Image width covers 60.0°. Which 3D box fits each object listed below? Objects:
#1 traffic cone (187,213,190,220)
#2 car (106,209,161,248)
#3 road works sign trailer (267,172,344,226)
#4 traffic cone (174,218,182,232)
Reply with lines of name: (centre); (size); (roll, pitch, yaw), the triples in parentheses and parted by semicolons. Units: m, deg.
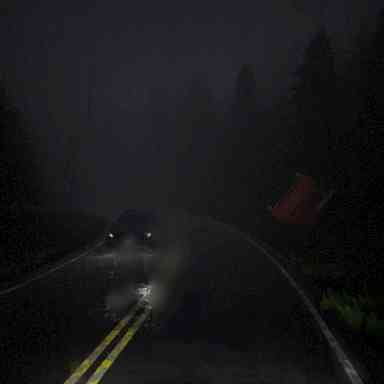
traffic cone: (-0.280, 1.757, 24.150); (0.340, 0.580, 0.340); (-1, 1, -5)
car: (-2.362, 1.461, 14.632); (2.033, 1.411, 5.357); (0, 0, -2)
road works sign trailer: (4.988, 0.870, 13.508); (2.880, 2.380, 3.560); (39, 8, 6)
traffic cone: (-0.716, 1.834, 18.093); (0.340, 0.580, 0.340); (-1, 1, -5)
